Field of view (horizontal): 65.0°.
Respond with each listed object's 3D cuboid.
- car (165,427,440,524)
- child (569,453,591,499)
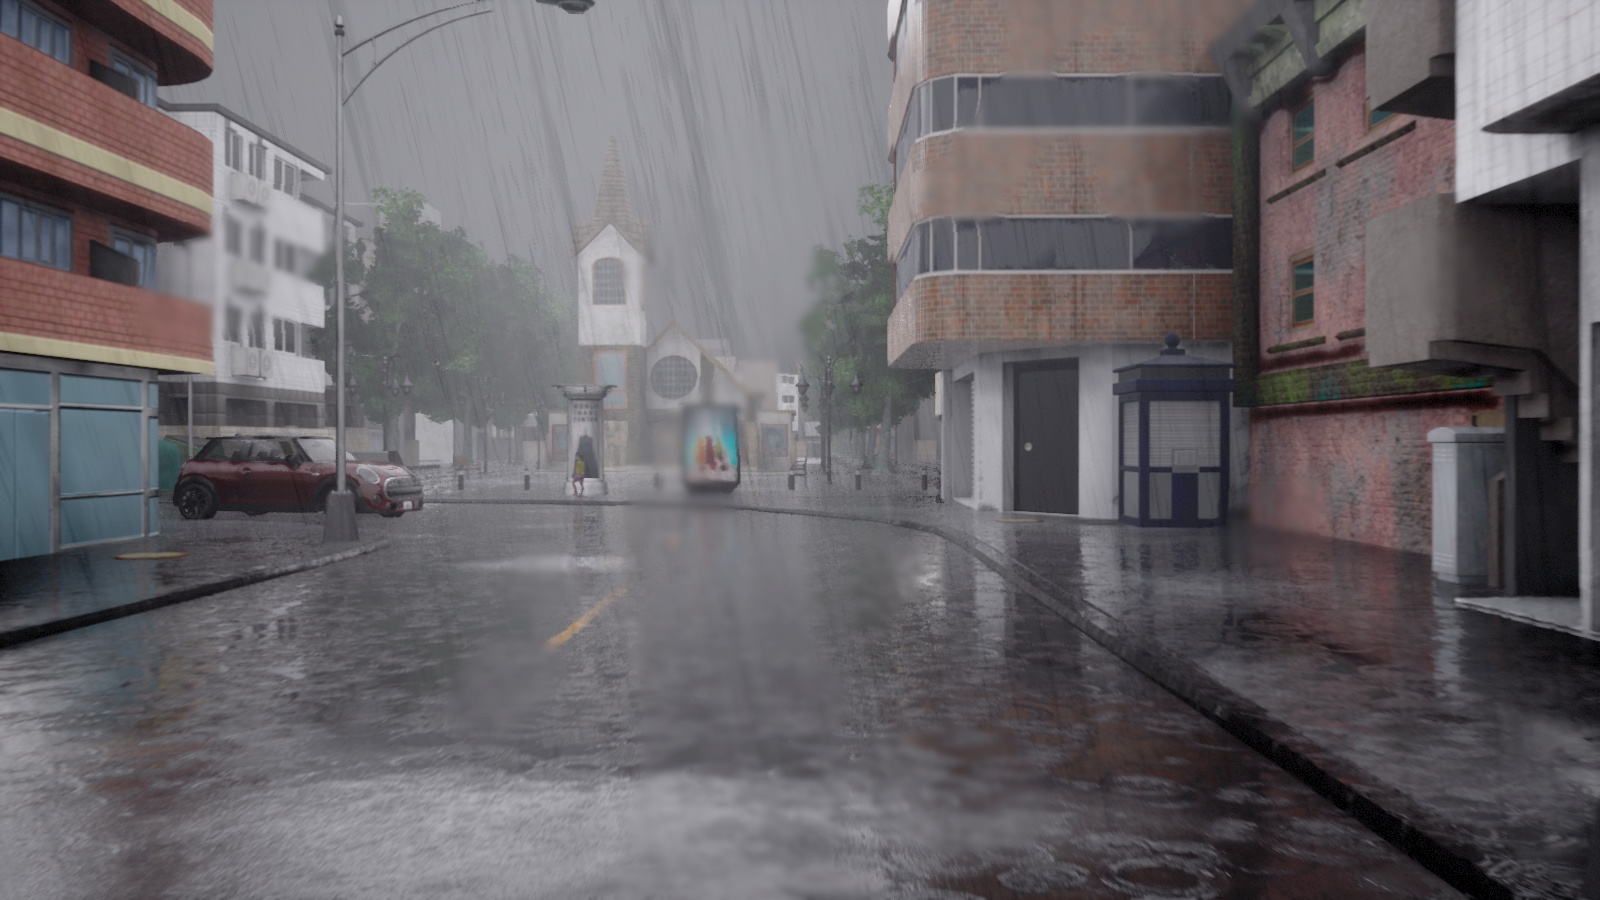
[{"bbox_3d":[-9.601,0.461,24.382,4.553,1.767,2.097,0,0,12],"label":"car"},{"bbox_3d":[-5.610,0.651,32.076,0.473,1.160,0.299,0,0,20],"label":"child"}]
